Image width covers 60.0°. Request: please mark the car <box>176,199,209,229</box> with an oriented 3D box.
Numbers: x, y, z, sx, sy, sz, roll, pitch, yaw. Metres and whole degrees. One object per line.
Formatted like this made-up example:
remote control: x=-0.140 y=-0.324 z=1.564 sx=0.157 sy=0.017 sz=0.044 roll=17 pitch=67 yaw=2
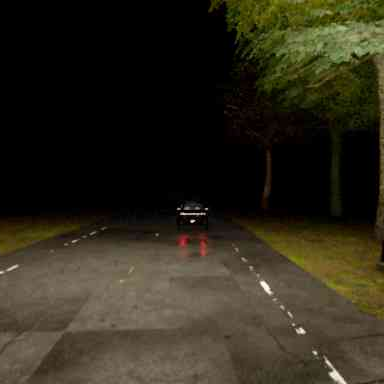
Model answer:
car: x=0.035 y=1.436 z=21.133 sx=2.128 sy=1.511 sz=4.902 roll=0 pitch=0 yaw=0
